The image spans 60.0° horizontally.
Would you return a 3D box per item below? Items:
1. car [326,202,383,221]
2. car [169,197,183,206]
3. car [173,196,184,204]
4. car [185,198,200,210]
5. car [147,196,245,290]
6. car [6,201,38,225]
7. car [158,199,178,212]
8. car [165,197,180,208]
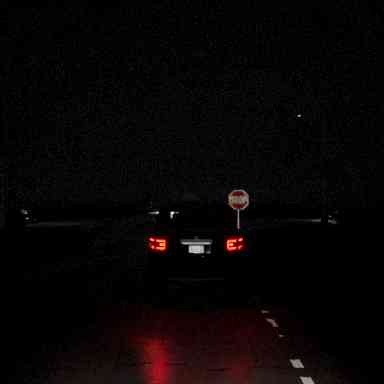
[{"bbox_3d":[13.663,1.540,26.617,5.357,1.411,2.033,0,-1,-1],"label":"car"},{"bbox_3d":[-2.788,1.592,58.686,2.033,1.411,5.357,0,0,1],"label":"car"},{"bbox_3d":[-2.761,1.599,69.177,2.033,1.411,5.357,0,0,0],"label":"car"},{"bbox_3d":[0.090,1.594,44.612,1.994,1.385,4.181,0,0,0],"label":"car"},{"bbox_3d":[0.098,1.225,9.238,2.150,2.045,5.566,0,0,0],"label":"car"},{"bbox_3d":[-13.539,1.412,23.734,4.553,1.767,2.097,0,-1,-3],"label":"car"},{"bbox_3d":[-2.839,1.590,40.091,1.994,1.385,4.181,0,0,0],"label":"car"},{"bbox_3d":[-2.835,1.513,48.923,1.882,1.535,5.008,0,0,0],"label":"car"}]
